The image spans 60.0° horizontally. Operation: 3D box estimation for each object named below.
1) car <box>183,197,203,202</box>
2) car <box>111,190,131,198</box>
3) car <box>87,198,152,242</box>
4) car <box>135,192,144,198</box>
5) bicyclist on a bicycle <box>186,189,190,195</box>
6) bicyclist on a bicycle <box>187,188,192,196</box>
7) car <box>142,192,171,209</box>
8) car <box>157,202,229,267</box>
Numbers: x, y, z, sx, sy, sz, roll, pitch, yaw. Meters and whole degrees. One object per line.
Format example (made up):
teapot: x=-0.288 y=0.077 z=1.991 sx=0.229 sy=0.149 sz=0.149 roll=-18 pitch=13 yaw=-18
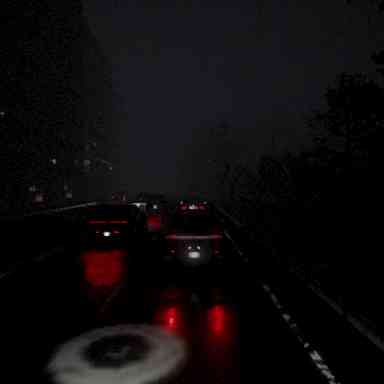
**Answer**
car: x=0.088 y=1.102 z=25.921 sx=2.033 sy=1.411 sz=5.357 roll=0 pitch=1 yaw=0
car: x=-9.892 y=0.558 z=46.571 sx=2.097 sy=1.767 sz=4.553 roll=0 pitch=1 yaw=-1
car: x=-3.155 y=1.249 z=14.766 sx=1.837 sy=1.490 sz=4.892 roll=0 pitch=1 yaw=0
car: x=-6.634 y=0.730 z=45.582 sx=1.837 sy=1.490 sz=4.892 roll=0 pitch=0 yaw=-1
bicyclist on a bicycle: x=-0.988 y=-0.076 z=88.414 sx=0.866 sy=1.612 sz=1.509 roll=0 pitch=1 yaw=-4
bicyclist on a bicycle: x=-0.372 y=0.014 z=79.358 sx=0.659 sy=1.776 sz=1.843 roll=0 pitch=1 yaw=-3
car: x=-3.137 y=0.976 z=30.815 sx=1.837 sy=1.490 sz=4.892 roll=0 pitch=1 yaw=0
car: x=0.072 y=1.305 z=10.677 sx=2.128 sy=1.511 sz=4.902 roll=0 pitch=1 yaw=0
